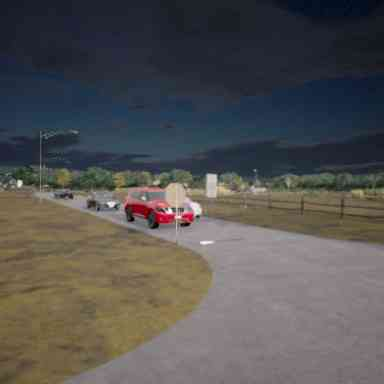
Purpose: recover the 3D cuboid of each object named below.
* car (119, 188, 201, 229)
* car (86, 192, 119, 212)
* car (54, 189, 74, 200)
[{"bbox_3d":[-2.028,0.796,18.794,2.150,2.045,5.566,0,2,-31],"label":"car"},{"bbox_3d":[-7.500,0.743,27.949,2.128,1.511,4.902,0,2,-31],"label":"car"},{"bbox_3d":[-16.756,0.326,43.525,1.895,1.301,4.718,0,2,-30],"label":"car"}]
